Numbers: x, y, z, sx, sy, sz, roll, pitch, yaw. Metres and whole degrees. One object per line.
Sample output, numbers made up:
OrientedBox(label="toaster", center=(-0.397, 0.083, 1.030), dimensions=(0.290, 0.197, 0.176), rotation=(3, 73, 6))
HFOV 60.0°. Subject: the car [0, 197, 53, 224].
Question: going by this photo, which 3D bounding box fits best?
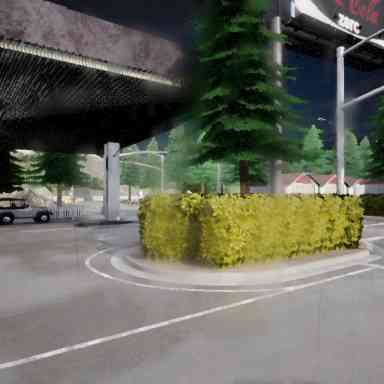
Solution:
OrientedBox(label="car", center=(-12.012, 1.313, 23.449), dimensions=(3.866, 1.878, 1.905), rotation=(0, 0, -36))
